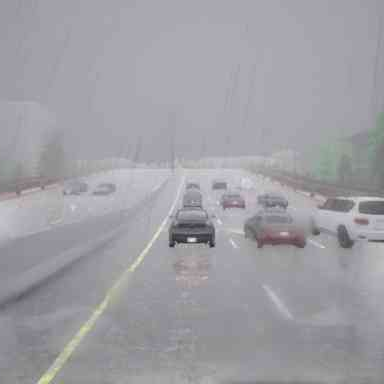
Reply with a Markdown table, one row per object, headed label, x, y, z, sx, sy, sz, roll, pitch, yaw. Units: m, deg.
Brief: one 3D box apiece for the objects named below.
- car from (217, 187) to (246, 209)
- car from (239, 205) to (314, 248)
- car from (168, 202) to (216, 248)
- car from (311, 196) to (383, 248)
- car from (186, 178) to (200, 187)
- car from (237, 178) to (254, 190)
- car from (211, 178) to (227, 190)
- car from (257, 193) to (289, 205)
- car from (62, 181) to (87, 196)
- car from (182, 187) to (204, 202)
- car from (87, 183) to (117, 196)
| label | x | y | z | sx | sy | sz | roll | pitch | yaw |
| --- | --- | --- | --- | --- | --- | --- | --- | --- | --- |
| car | 3.556 | 0.670 | 29.567 | 1.994 | 1.385 | 4.181 | 0 | 5 | 0 |
| car | 3.500 | 1.508 | 14.635 | 1.994 | 1.385 | 4.181 | 0 | 1 | 0 |
| car | 0.001 | 1.450 | 14.634 | 1.837 | 1.490 | 4.892 | 0 | 1 | 0 |
| car | 7.001 | 1.186 | 14.658 | 2.150 | 2.045 | 5.566 | 0 | 1 | 0 |
| car | 0.140 | -1.097 | 44.760 | 1.812 | 1.442 | 4.674 | 0 | 7 | 0 |
| car | 7.140 | -1.097 | 44.721 | 1.812 | 1.442 | 4.674 | 0 | 7 | 0 |
| car | 3.640 | -1.145 | 44.734 | 1.882 | 1.535 | 5.008 | 0 | 7 | 0 |
| car | 7.056 | 0.710 | 29.581 | 1.895 | 1.301 | 4.718 | 0 | 5 | 0 |
| car | -13.889 | -0.469 | 39.729 | 2.128 | 1.511 | 4.902 | 0 | 7 | 0 |
| car | 0.056 | 0.660 | 29.586 | 2.033 | 1.411 | 5.357 | 0 | 5 | 0 |
| car | -10.389 | -0.389 | 39.719 | 2.033 | 1.411 | 5.357 | 0 | 7 | 0 |
